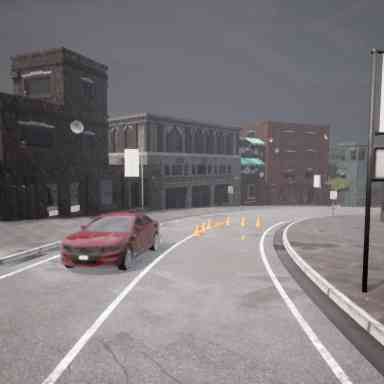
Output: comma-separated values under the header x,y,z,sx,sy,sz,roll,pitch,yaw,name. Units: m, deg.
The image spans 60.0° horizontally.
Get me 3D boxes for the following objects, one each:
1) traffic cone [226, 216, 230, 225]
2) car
x,y,z,sx,sy,sz,roll,pitch,yaw,name
2.486,1.956,22.674,0.340,0.580,0.340,2,0,12,traffic cone
-2.465,1.443,11.187,1.882,1.535,5.008,0,0,9,car
